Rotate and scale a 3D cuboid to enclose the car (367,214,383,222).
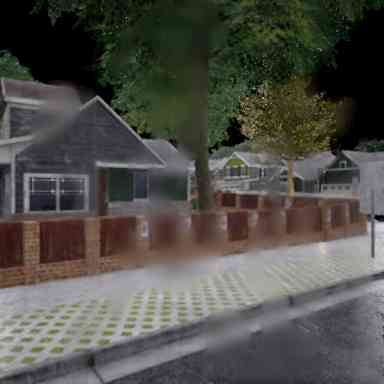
[{"bbox_3d":[10.970,1.278,22.777,1.895,1.301,4.718,0,1,-32],"label":"car"}]
